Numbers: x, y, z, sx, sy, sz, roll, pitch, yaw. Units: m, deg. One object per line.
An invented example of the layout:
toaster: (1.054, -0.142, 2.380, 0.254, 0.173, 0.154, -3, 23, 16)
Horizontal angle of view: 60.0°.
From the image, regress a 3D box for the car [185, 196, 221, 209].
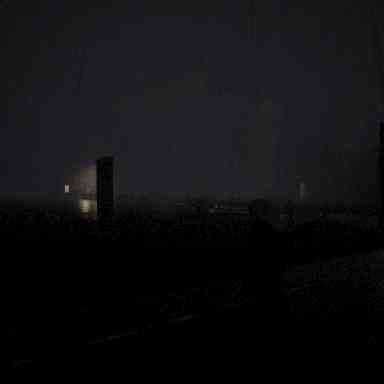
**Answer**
car: (1.252, 1.255, 40.628, 2.033, 1.411, 5.357, -1, 1, -36)

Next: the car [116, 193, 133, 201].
car: (-13.445, 0.878, 66.049, 1.882, 1.535, 5.008, -1, 1, -36)

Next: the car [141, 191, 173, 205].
car: (-4.934, 0.827, 49.280, 2.150, 2.045, 5.566, -1, 1, -35)

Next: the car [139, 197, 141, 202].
car: (-7.622, 1.025, 57.988, 1.812, 1.442, 4.674, -1, 1, -35)

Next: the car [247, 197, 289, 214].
car: (7.421, 1.312, 32.017, 1.837, 1.490, 4.892, -1, 1, -36)
